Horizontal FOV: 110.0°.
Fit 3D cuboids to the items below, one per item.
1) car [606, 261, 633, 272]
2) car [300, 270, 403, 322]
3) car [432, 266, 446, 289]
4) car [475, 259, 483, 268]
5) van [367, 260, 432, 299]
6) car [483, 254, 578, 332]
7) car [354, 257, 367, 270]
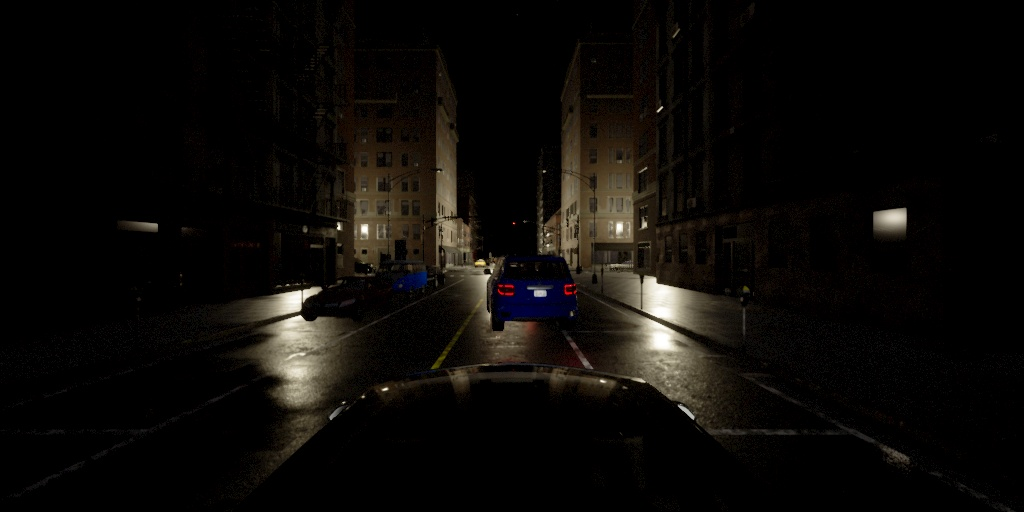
[{"bbox_3d":[13.817,1.262,43.125,4.718,1.301,1.895,0,0,0],"label":"car"},{"bbox_3d":[-5.389,1.331,12.275,1.802,1.307,4.207,0,0,0],"label":"car"},{"bbox_3d":[-5.381,1.298,23.087,2.007,1.370,4.403,0,0,0],"label":"car"},{"bbox_3d":[-5.362,1.269,60.881,1.751,1.417,4.829,0,0,0],"label":"car"},{"bbox_3d":[-5.385,1.089,17.681,1.690,1.789,3.998,0,0,0],"label":"van"},{"bbox_3d":[0.368,0.970,11.064,2.150,2.045,5.566,0,0,-6],"label":"car"},{"bbox_3d":[-18.207,1.058,40.138,5.566,2.045,2.150,0,0,0],"label":"car"}]
